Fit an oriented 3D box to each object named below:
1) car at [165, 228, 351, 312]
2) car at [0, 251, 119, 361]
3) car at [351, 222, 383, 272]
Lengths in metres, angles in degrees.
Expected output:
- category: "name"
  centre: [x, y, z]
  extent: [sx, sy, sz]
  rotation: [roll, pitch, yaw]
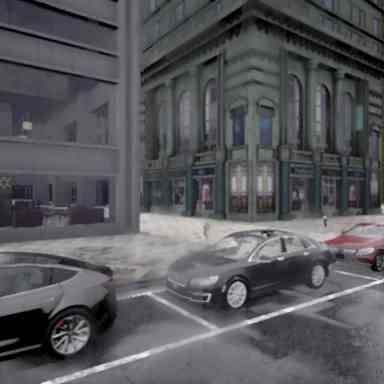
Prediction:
- category: "car"
  centre: [1.464, 1.586, 7.697]
  extent: [4.403, 1.369, 2.008]
  rotation: [0, 0, -36]
- category: "car"
  centre: [-3.124, 1.566, 4.424]
  extent: [4.313, 1.339, 1.947]
  rotation: [0, 0, -36]
- category: "car"
  centre: [6.053, 1.654, 10.971]
  extent: [4.206, 1.307, 1.802]
  rotation: [0, -1, -36]
